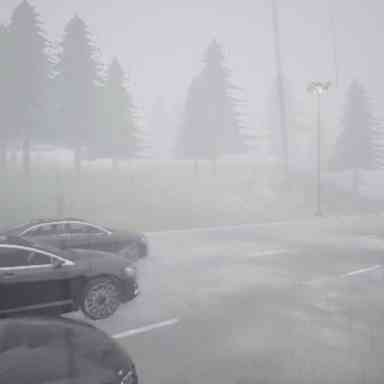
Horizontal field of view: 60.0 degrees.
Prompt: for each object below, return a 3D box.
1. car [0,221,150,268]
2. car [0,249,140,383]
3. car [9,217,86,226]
[{"bbox_3d":[-3.294,1.492,5.696,4.902,1.511,2.128,0,0,-35],"label":"car"},{"bbox_3d":[-2.656,1.492,1.853,4.902,1.511,2.128,0,0,-35],"label":"car"},{"bbox_3d":[-3.611,1.493,9.769,4.902,1.511,2.128,0,0,-35],"label":"car"}]
